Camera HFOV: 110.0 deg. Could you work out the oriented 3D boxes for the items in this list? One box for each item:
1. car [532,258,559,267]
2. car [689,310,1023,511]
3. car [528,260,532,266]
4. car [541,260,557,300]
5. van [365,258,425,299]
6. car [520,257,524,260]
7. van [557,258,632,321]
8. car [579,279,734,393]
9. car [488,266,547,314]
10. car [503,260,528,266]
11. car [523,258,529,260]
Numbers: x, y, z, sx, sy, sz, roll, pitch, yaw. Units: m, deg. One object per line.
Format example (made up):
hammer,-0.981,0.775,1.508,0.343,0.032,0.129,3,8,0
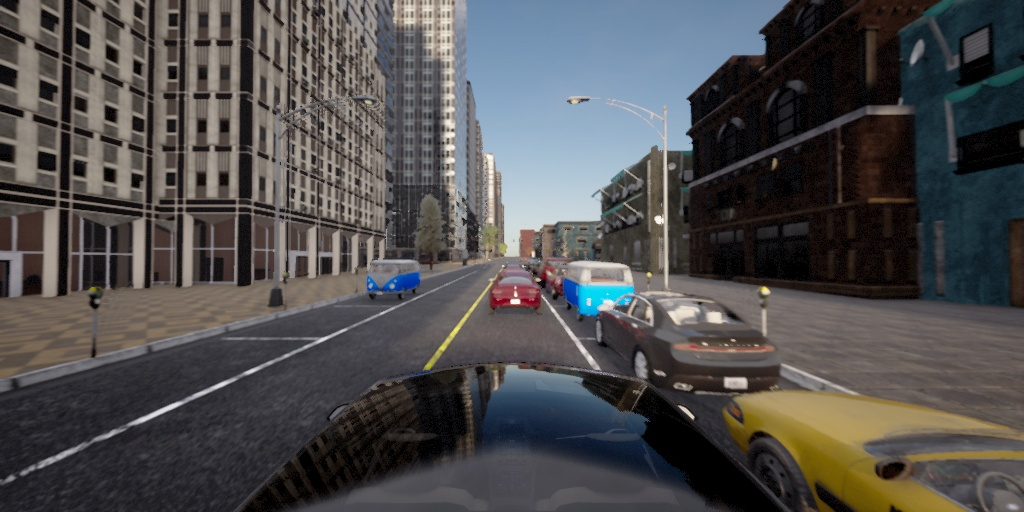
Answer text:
car,2.701,1.036,22.949,2.192,1.841,5.009,0,0,0
car,2.691,1.276,1.206,1.751,1.417,4.829,0,0,0
car,2.705,1.269,33.903,1.948,1.339,4.313,0,0,0
car,2.698,1.169,17.470,1.967,1.591,4.097,0,0,0
van,-5.683,1.070,17.471,1.690,1.789,3.998,0,0,0
car,2.841,1.237,61.289,1.802,1.307,4.207,0,0,0
van,2.696,1.078,11.993,1.690,1.789,3.998,0,0,0
car,2.694,1.294,6.515,2.007,1.370,4.403,0,0,0
car,0.106,1.260,13.514,1.812,1.442,4.674,0,0,0
car,0.111,1.273,30.675,1.994,1.385,4.181,0,0,0
car,2.710,1.250,44.858,1.948,1.339,4.313,0,0,0
